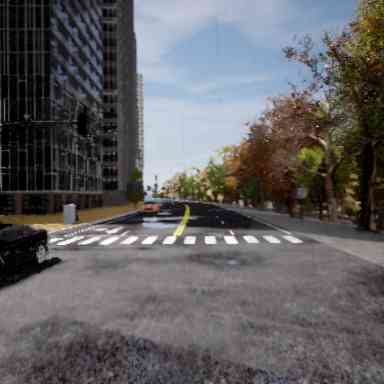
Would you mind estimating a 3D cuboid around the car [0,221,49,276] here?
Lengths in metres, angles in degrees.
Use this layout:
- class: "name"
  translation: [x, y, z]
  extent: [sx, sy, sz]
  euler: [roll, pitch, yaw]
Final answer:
- class: "car"
  translation: [-6.049, 1.702, 9.749]
  extent: [1.882, 1.535, 5.008]
  euler: [-1, 0, 2]

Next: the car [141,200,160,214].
- class: "car"
  translation: [-5.484, 1.913, 44.030]
  extent: [2.097, 1.767, 4.553]
  euler: [-1, -1, 0]
